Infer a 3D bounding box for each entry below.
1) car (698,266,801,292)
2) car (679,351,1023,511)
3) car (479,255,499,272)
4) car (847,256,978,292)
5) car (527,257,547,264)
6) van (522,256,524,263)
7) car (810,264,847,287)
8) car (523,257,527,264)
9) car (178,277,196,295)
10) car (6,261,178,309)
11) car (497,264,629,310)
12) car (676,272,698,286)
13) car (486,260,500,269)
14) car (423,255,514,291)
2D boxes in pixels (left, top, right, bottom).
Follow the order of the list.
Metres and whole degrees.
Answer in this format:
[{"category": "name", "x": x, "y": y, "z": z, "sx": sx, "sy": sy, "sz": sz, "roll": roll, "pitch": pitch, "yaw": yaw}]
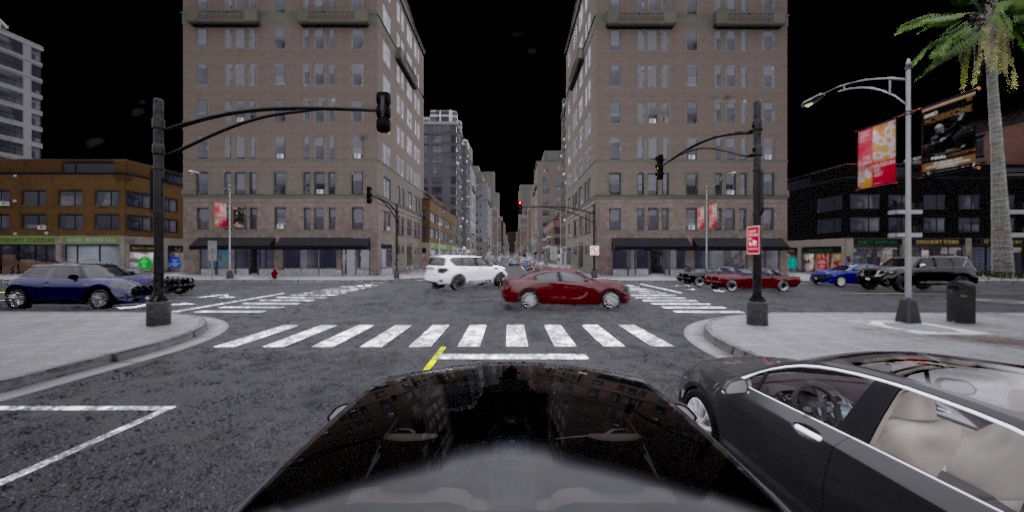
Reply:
[{"category": "car", "x": 13.857, "y": 1.360, "z": 20.974, "sx": 4.718, "sy": 1.301, "sz": 1.895, "roll": 0, "pitch": 0, "yaw": 0}, {"category": "car", "x": 2.669, "y": 1.300, "z": 2.246, "sx": 2.007, "sy": 1.370, "sz": 4.403, "roll": 0, "pitch": 0, "yaw": 0}, {"category": "car", "x": -2.896, "y": 0.953, "z": 45.880, "sx": 2.150, "sy": 2.045, "sz": 5.566, "roll": 0, "pitch": 0, "yaw": 0}, {"category": "car", "x": 23.610, "y": 0.998, "z": 21.022, "sx": 5.566, "sy": 2.045, "sz": 2.150, "roll": 0, "pitch": 0, "yaw": 0}, {"category": "car", "x": 2.825, "y": 1.175, "z": 36.896, "sx": 1.967, "sy": 1.591, "sz": 4.097, "roll": 0, "pitch": 0, "yaw": 0}, {"category": "van", "x": 2.934, "y": 1.066, "z": 59.572, "sx": 1.690, "sy": 1.789, "sz": 3.998, "roll": 0, "pitch": 0, "yaw": 0}, {"category": "car", "x": 23.058, "y": 1.247, "z": 24.268, "sx": 5.008, "sy": 1.535, "sz": 1.882, "roll": 0, "pitch": 0, "yaw": 0}, {"category": "car", "x": 2.879, "y": 1.171, "z": 48.234, "sx": 1.967, "sy": 1.591, "sz": 4.097, "roll": 0, "pitch": 0, "yaw": 0}, {"category": "car", "x": -18.340, "y": 1.316, "z": 17.363, "sx": 4.718, "sy": 1.301, "sz": 1.895, "roll": 0, "pitch": 0, "yaw": 0}, {"category": "car", "x": -16.512, "y": 1.076, "z": 14.122, "sx": 4.553, "sy": 1.767, "sz": 2.097, "roll": 0, "pitch": 0, "yaw": 0}, {"category": "car", "x": 2.053, "y": 1.228, "z": 14.215, "sx": 5.008, "sy": 1.535, "sz": 1.882, "roll": 0, "pitch": 0, "yaw": 0}, {"category": "car", "x": 13.739, "y": 1.355, "z": 24.224, "sx": 4.718, "sy": 1.301, "sz": 1.895, "roll": 0, "pitch": 0, "yaw": 0}, {"category": "car", "x": -2.847, "y": 1.328, "z": 55.671, "sx": 1.895, "sy": 1.301, "sz": 4.718, "roll": 0, "pitch": 0, "yaw": 0}, {"category": "car", "x": -2.727, "y": 0.962, "z": 22.077, "sx": 2.150, "sy": 2.045, "sz": 5.566, "roll": 2, "pitch": 1, "yaw": 44}]
